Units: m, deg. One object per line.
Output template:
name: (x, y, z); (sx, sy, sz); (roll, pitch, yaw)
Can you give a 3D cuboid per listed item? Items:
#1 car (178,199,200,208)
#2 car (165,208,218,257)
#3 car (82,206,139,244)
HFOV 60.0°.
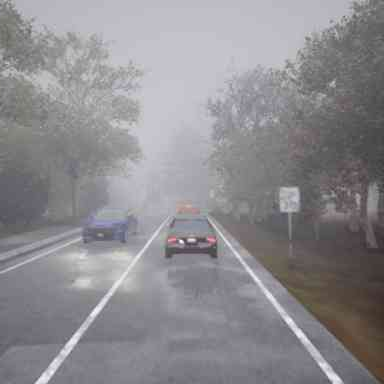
car: (-0.309, 1.504, 34.060); (2.097, 1.767, 4.553); (0, -1, -1)
car: (-0.046, 1.562, 12.909); (2.033, 1.411, 5.357); (0, 0, -1)
car: (-3.780, 1.498, 16.136); (1.882, 1.535, 5.008); (0, 0, -1)
